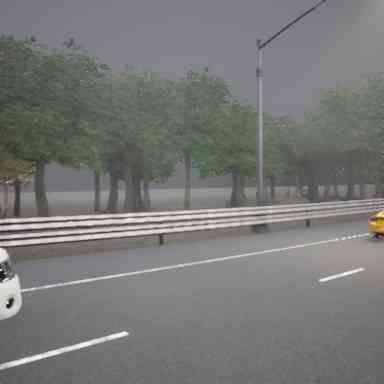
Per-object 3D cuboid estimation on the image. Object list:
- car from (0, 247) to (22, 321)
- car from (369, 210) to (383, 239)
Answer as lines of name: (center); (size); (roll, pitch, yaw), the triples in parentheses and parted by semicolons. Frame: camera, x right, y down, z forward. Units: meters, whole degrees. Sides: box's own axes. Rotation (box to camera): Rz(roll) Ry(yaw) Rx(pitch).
car: (-5.327, 1.221, 4.246); (5.566, 2.045, 2.150); (0, 0, -36)
car: (10.113, 1.325, 15.267); (5.008, 1.535, 1.882); (-1, 1, -36)
